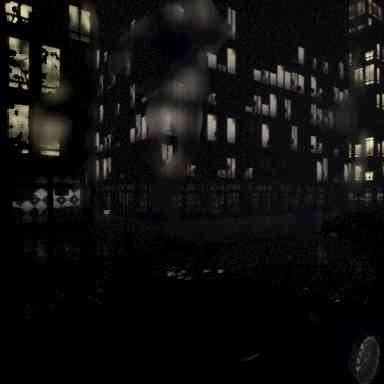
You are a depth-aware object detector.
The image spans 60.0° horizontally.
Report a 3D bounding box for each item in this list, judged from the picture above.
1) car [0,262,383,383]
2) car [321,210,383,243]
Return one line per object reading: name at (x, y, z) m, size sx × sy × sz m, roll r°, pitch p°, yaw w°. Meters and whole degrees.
car at (0.207, 1.525, 3.581) m, size 4.674 × 1.442 × 1.812 m, roll 0°, pitch 0°, yaw -35°
car at (8.140, 1.563, 16.226) m, size 4.313 × 1.339 × 1.947 m, roll 0°, pitch 0°, yaw -36°
